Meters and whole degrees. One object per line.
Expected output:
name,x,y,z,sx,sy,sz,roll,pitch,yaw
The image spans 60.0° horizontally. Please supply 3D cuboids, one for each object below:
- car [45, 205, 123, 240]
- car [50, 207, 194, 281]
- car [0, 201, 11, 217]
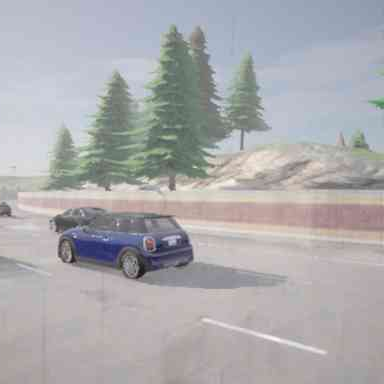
car,-6.027,1.565,18.231,4.892,1.490,1.837,0,0,42
car,-2.186,1.386,10.297,4.553,1.767,2.097,0,0,39
car,-18.475,1.596,31.411,2.128,1.511,4.902,0,0,-40
